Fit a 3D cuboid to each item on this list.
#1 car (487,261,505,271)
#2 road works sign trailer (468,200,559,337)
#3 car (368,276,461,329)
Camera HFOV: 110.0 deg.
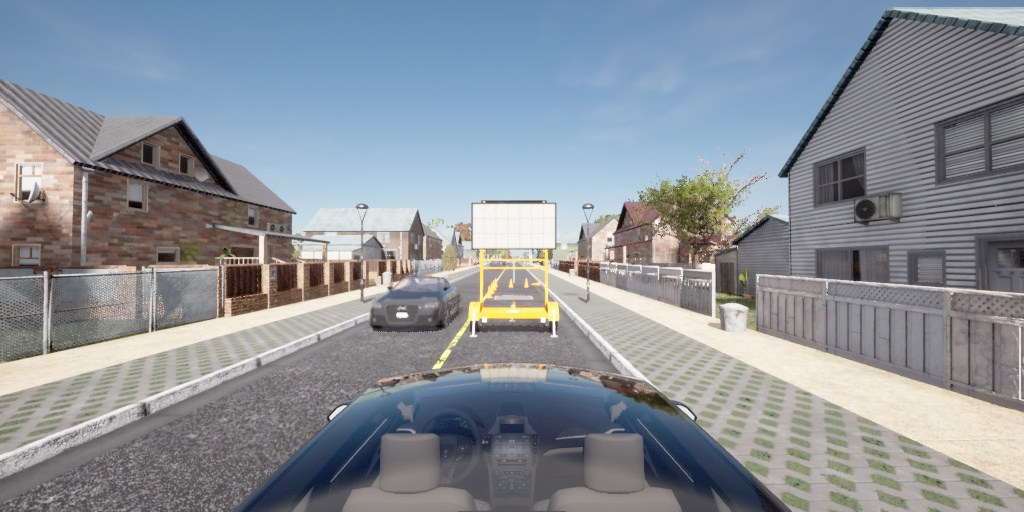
[{"bbox_3d":[-2.596,1.413,53.369,2.033,1.411,5.357,0,0,1],"label":"car"},{"bbox_3d":[0.057,0.220,10.260,2.380,3.560,2.880,0,0,1],"label":"road works sign trailer"},{"bbox_3d":[-2.801,1.320,11.153,1.994,1.385,4.181,0,0,0],"label":"car"}]
